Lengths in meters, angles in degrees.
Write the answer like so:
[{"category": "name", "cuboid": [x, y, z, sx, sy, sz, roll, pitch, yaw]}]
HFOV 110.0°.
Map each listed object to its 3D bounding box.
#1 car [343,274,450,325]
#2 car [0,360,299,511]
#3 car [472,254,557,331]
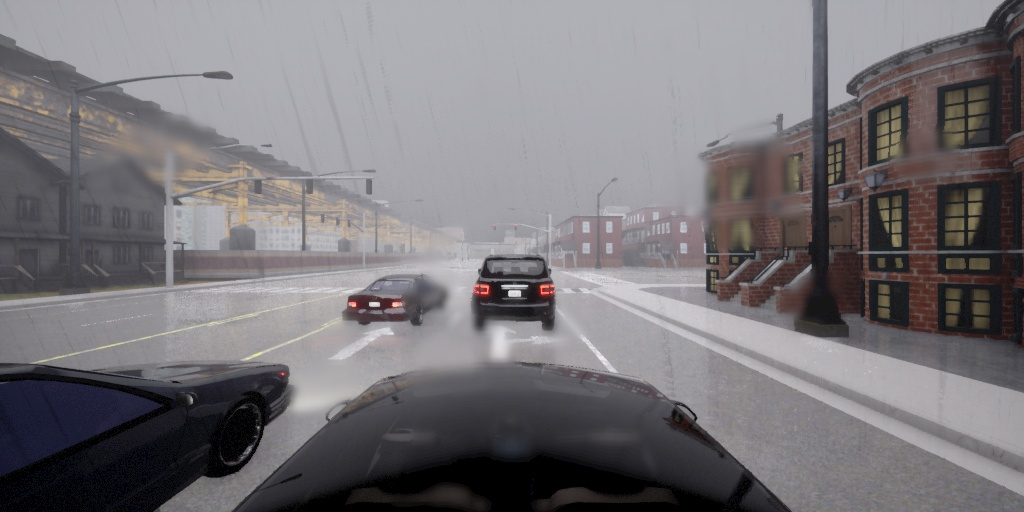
[{"category": "car", "cuboid": [-3.443, 1.297, 11.757, 2.033, 1.411, 5.357, 0, 0, 2]}, {"category": "car", "cuboid": [-3.388, 1.297, 1.685, 2.033, 1.411, 5.357, 0, 0, -1]}, {"category": "car", "cuboid": [0.082, 0.971, 11.076, 2.150, 2.045, 5.566, 0, 0, 0]}]
